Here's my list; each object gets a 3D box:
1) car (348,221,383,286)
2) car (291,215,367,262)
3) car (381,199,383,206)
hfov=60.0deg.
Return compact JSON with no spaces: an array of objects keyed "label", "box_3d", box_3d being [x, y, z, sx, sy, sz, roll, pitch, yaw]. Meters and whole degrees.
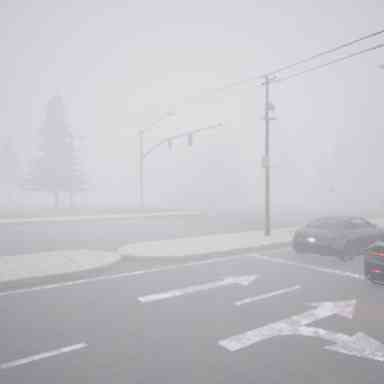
[{"label":"car","box_3d":[6.093,1.479,8.059,4.892,1.490,1.837,0,0,-34]},{"label":"car","box_3d":[5.534,1.533,12.081,4.181,1.385,1.994,0,0,-36]},{"label":"car","box_3d":[30.220,1.330,49.748,5.008,1.535,1.882,0,0,-35]}]
